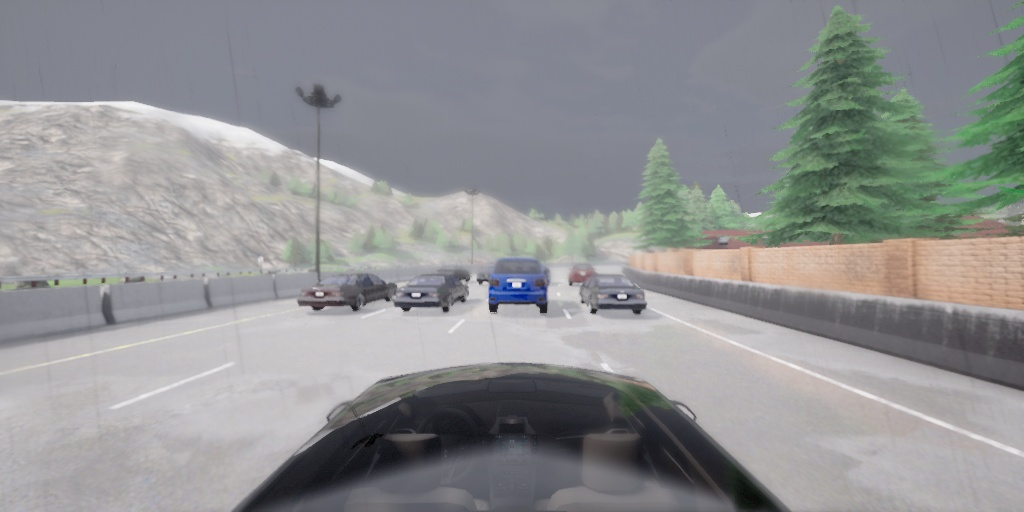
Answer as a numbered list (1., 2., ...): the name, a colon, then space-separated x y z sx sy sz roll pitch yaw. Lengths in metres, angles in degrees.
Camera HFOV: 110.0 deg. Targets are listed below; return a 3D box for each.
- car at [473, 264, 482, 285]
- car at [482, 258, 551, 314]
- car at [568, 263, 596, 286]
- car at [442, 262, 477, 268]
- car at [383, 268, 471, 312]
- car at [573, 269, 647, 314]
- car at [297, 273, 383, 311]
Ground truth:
1. car: -1.427 1.549 29.012 2.033 1.411 5.357 0 -1 10
2. car: 0.357 1.088 14.705 2.150 2.045 5.566 0 0 4
3. car: 5.496 1.349 27.938 2.097 1.767 4.553 0 -1 10
4. car: -4.818 1.499 29.893 2.128 1.511 4.902 0 0 10
5. car: -3.135 1.417 14.940 2.033 1.411 5.357 0 -1 4
6. car: 3.846 1.420 14.428 2.033 1.411 5.357 0 -1 4
7. car: -6.625 1.415 15.196 2.033 1.411 5.357 0 -1 4
